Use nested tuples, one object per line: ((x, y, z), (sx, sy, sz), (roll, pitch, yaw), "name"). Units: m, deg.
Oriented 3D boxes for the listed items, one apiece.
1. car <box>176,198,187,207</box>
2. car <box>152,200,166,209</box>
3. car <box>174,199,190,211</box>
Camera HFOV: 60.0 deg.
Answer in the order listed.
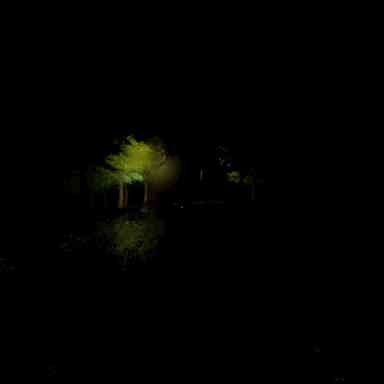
((-2.004, 1.982, 63.678), (1.882, 1.535, 5.008), (-1, 0, -2), "car")
((-5.287, 1.977, 53.752), (1.812, 1.442, 4.674), (-1, -1, -1), "car")
((-1.377, 1.769, 46.011), (1.837, 1.490, 4.892), (-1, 0, -2), "car")
